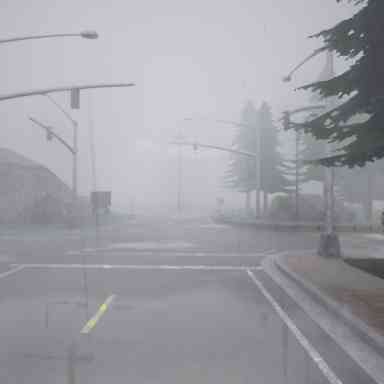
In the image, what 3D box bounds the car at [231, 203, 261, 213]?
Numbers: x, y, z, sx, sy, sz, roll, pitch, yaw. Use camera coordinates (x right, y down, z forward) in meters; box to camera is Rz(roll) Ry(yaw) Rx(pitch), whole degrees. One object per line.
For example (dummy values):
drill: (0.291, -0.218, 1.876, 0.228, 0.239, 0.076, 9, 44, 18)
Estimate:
car: (8.390, 2.497, 51.469, 4.674, 1.442, 1.812, 0, -2, 2)
